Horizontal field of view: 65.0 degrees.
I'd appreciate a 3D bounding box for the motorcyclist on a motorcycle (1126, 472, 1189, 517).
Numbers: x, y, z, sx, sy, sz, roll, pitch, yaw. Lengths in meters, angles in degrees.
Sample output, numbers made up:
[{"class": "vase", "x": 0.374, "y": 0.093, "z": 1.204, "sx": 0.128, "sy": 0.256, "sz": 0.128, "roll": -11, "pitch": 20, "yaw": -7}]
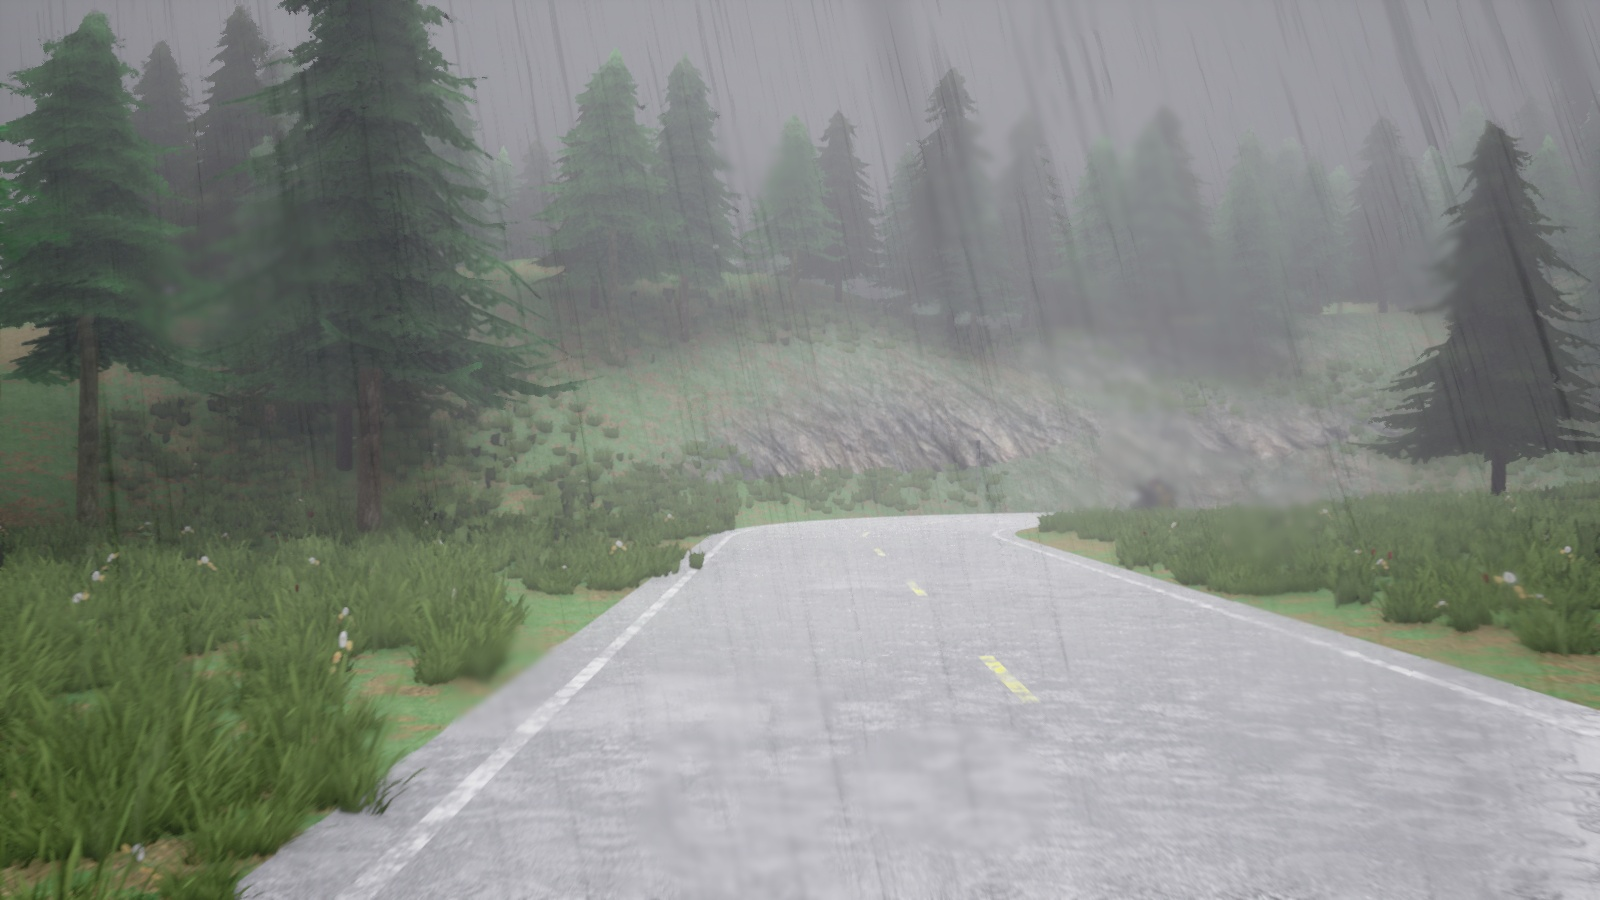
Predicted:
[{"class": "motorcyclist on a motorcycle", "x": 12.644, "y": 1.541, "z": 44.353, "sx": 2.191, "sy": 1.530, "sz": 0.866, "roll": 0, "pitch": 0, "yaw": -30}]
